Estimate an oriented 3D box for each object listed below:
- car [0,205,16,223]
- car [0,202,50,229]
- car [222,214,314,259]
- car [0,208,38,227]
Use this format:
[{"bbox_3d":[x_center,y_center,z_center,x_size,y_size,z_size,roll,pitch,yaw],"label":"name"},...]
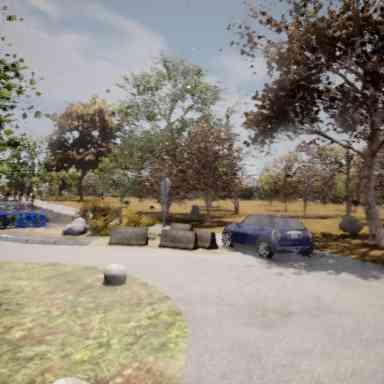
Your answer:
[{"bbox_3d":[-20.365,2.129,33.163,2.185,1.767,4.553,0,-3,27],"label":"car"},{"bbox_3d":[-14.171,1.847,26.561,2.435,2.045,5.566,0,-3,27],"label":"car"},{"bbox_3d":[3.106,1.731,14.582,2.097,1.767,4.553,2,-2,-21],"label":"car"},{"bbox_3d":[-16.244,2.150,28.729,2.231,1.521,4.892,0,-3,27],"label":"car"}]
